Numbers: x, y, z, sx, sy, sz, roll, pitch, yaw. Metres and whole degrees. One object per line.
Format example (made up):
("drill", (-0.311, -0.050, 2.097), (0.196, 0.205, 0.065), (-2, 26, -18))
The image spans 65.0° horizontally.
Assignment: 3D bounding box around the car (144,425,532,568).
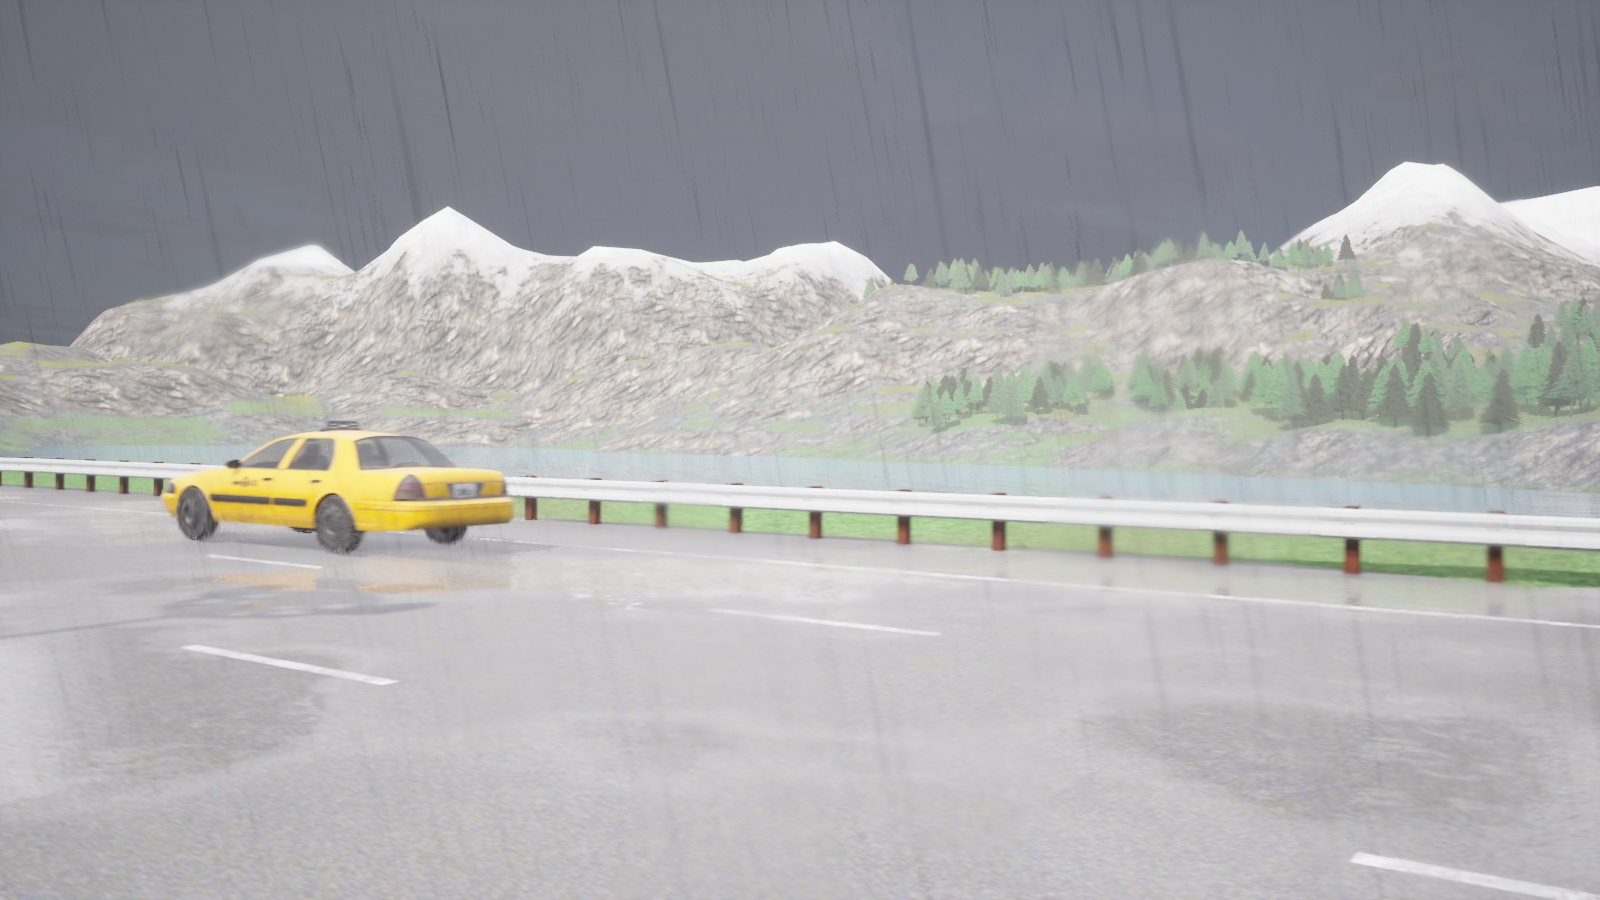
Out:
("car", (-6.001, 0.503, 16.013), (5.366, 1.575, 1.801), (0, 1, 34))
